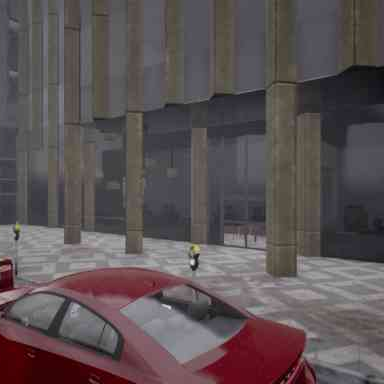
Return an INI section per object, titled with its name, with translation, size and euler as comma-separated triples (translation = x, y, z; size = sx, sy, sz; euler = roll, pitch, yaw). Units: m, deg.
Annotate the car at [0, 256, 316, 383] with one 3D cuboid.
[car]
translation = -1.023, 1.545, 3.694
size = 4.507, 1.381, 1.887
euler = 0, 0, 36
